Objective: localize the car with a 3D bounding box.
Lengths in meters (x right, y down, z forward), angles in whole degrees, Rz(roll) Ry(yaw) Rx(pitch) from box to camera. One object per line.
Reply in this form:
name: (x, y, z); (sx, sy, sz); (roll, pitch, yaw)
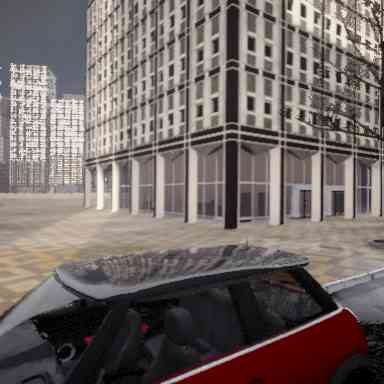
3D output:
car: (-0.585, 1.352, 2.635); (4.553, 1.767, 2.097); (0, 0, -35)
